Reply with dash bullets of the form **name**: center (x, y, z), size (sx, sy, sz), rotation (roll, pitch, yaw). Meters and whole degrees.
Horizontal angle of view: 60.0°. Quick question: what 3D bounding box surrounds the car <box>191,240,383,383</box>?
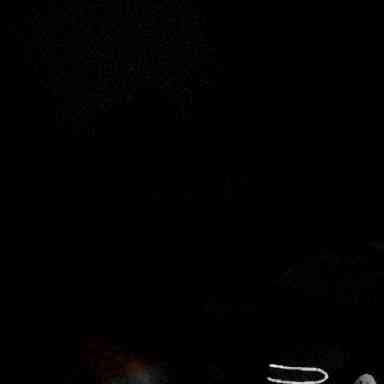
- **car**: center (2.309, 1.457, 4.576), size (5.008, 1.535, 1.882), rotation (0, 0, -34)
